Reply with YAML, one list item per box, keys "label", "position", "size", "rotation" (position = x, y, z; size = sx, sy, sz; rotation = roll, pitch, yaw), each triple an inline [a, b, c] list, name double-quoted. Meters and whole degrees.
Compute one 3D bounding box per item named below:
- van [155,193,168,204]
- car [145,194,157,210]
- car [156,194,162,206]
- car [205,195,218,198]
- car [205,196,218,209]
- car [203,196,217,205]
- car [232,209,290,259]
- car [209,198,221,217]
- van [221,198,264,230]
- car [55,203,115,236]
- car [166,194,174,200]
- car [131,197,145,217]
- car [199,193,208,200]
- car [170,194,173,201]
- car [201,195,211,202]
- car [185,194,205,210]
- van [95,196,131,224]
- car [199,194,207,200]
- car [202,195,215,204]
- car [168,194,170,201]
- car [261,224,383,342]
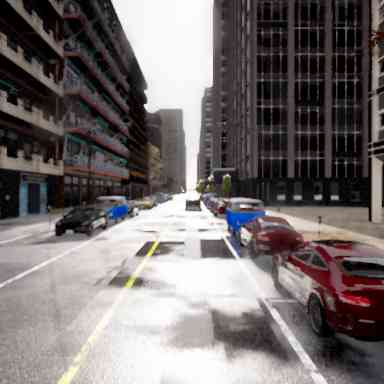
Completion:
- label: "van"
  position: [-5.635, 1.074, 57.240]
  size: [1.690, 1.788, 3.998]
  rotation: [0, 0, 0]
- label: "car"
  position: [-5.651, 1.320, 40.078]
  size: [1.752, 1.417, 4.829]
  rotation: [0, 0, 0]
- label: "car"
  position: [-5.646, 1.324, 45.912]
  size: [2.008, 1.369, 4.403]
  rotation: [0, 0, 0]
- label: "car"
  position: [2.729, 1.344, 40.240]
  size: [2.008, 1.369, 4.403]
  rotation: [0, 0, 0]
- label: "car"
  position: [2.724, 1.365, 34.578]
  size: [2.008, 1.369, 4.403]
  rotation: [0, 0, 0]
- label: "car"
  position: [2.740, 1.298, 51.568]
  size: [1.887, 1.381, 4.507]
  rotation: [0, 0, 0]
- label: "car"
  position: [2.704, 1.508, 11.926]
  size: [1.802, 1.307, 4.206]
  rotation: [0, 0, 0]
- label: "car"
  position: [2.719, 1.420, 28.914]
  size: [1.802, 1.307, 4.206]
  rotation: [0, 0, 0]
- label: "van"
  position: [2.710, 1.234, 17.588]
  size: [1.690, 1.788, 3.998]
  rotation: [0, 0, 0]
- label: "car"
  position: [-5.671, 1.459, 17.596]
  size: [1.947, 1.339, 4.313]
  rotation: [0, 0, 0]
- label: "car"
  position: [-5.610, 1.169, 85.387]
  size: [1.752, 1.417, 4.829]
  rotation: [0, 0, 0]
- label: "car"
  position: [-5.661, 1.389, 28.922]
  size: [2.008, 1.369, 4.403]
  rotation: [0, 0, 0]
- label: "car"
  position: [2.765, 1.096, 79.887]
  size: [1.967, 1.590, 4.097]
  rotation: [0, 0, 0]
- label: "car"
  position: [-5.625, 1.259, 68.569]
  size: [1.947, 1.339, 4.313]
  rotation: [0, 0, 0]
- label: "car"
  position: [2.755, 1.238, 68.561]
  size: [1.887, 1.381, 4.507]
  rotation: [0, 0, 0]
- label: "car"
  position: [0.137, 1.287, 39.868]
  size: [2.128, 1.511, 4.902]
  rotation: [0, 0, 0]
- label: "van"
  position: [-5.665, 1.205, 23.260]
  size: [1.690, 1.788, 3.998]
  rotation: [0, 0, 0]
- label: "car"
  position: [2.770, 1.188, 85.550]
  size: [1.887, 1.381, 4.507]
  rotation: [0, 0, 0]
- label: "car"
  position: [2.745, 1.284, 57.233]
  size: [2.008, 1.369, 4.403]
  rotation: [0, 0, 0]
- label: "car"
  position: [-5.631, 1.239, 62.735]
  size: [1.752, 1.417, 4.829]
  rotation: [0, 0, 0]
- label: "car"
  position: [2.699, 1.543, 6.264]
  size: [1.802, 1.307, 4.206]
  rotation: [0, 0, 0]
